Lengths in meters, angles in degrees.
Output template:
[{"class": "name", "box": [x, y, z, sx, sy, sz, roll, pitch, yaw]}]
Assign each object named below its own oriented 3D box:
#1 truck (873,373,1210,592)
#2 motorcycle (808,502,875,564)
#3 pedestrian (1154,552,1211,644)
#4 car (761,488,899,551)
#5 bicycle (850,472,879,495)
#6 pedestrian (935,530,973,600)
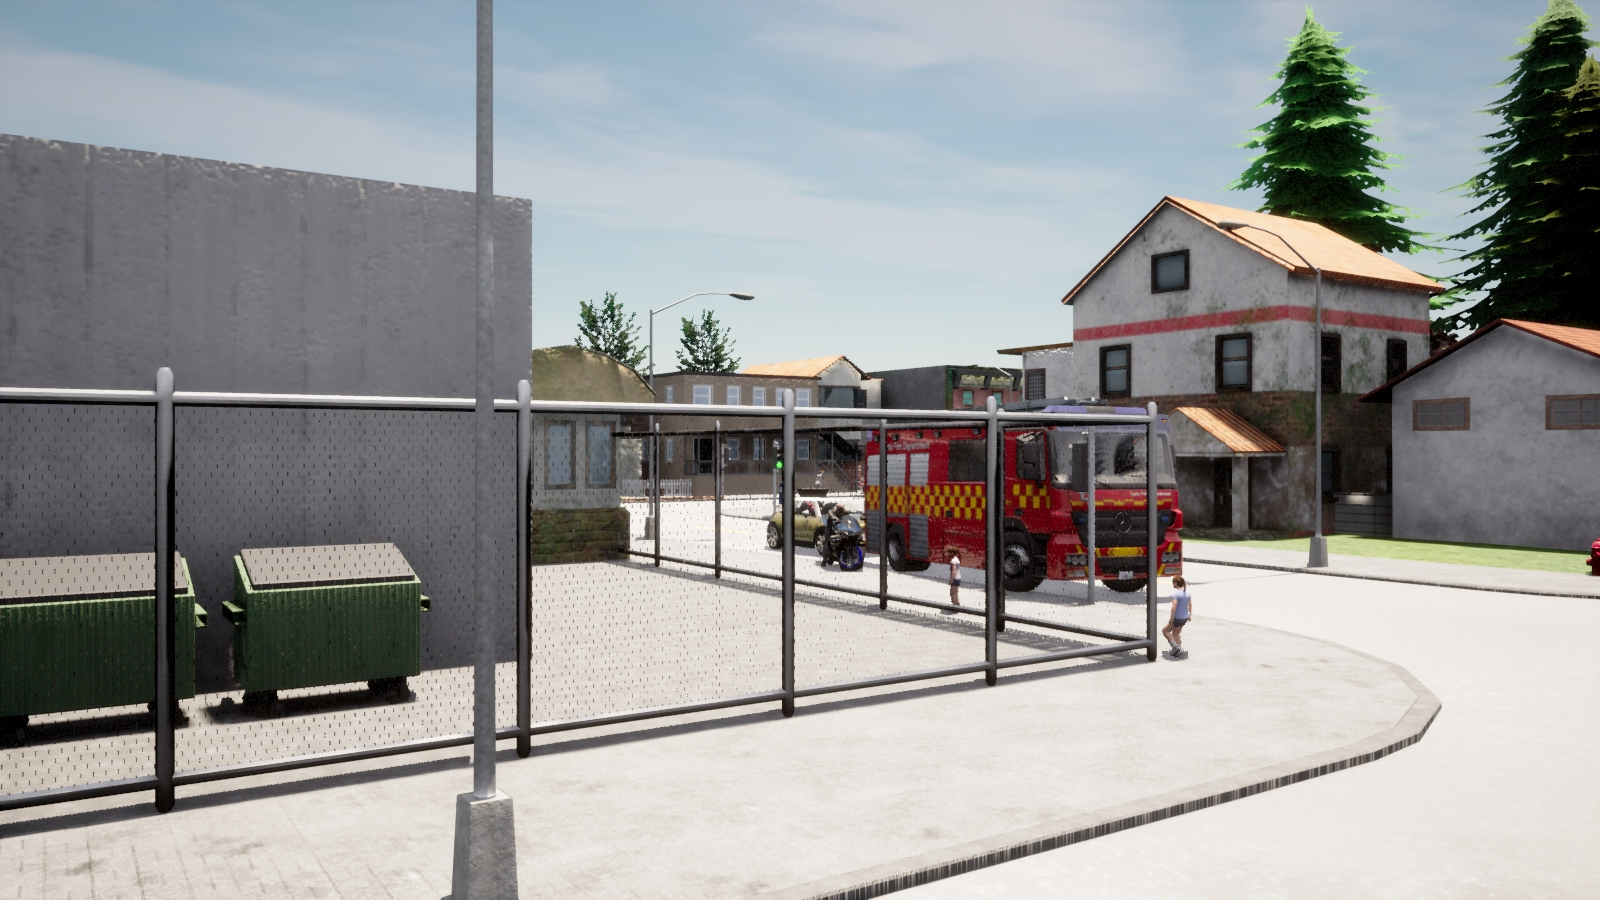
[{"class": "truck", "box": [4.660, 0.674, 24.449, 2.891, 3.827, 8.468, 1, -1, -21]}, {"class": "motorcycle", "box": [0.923, 1.872, 26.186, 0.867, 1.251, 2.209, 0, 0, -17]}, {"class": "pedestrian", "box": [4.942, 1.896, 14.776, 0.500, 1.100, 0.500, 0, 0, -28]}, {"class": "car", "box": [0.752, 1.845, 31.311, 1.970, 1.475, 3.806, 0, 0, -33]}, {"class": "bicycle", "box": [3.714, 1.940, 65.827, 1.835, 1.271, 0.329, 0, 0, -33]}, {"class": "pedestrian", "box": [2.552, 1.895, 18.896, 0.500, 1.100, 0.500, 0, 0, 24]}]
